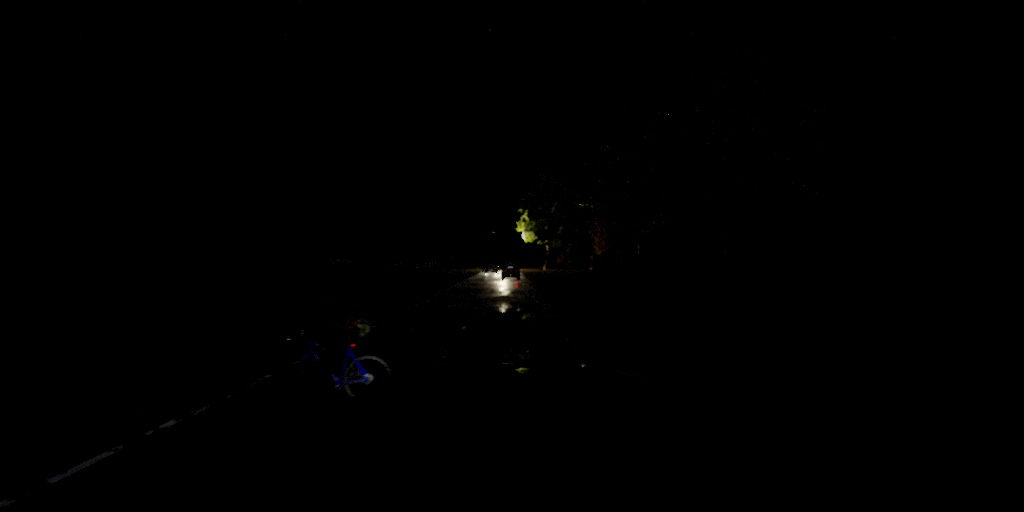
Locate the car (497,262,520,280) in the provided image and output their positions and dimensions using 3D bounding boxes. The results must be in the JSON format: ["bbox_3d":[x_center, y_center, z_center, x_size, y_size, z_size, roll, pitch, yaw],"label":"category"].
[{"bbox_3d":[-0.114,1.654,36.662,2.128,1.511,4.902,0,-1,0],"label":"car"}]

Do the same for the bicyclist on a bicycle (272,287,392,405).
[{"bbox_3d":[-2.461,1.243,4.903,1.656,1.620,0.582,-1,-1,0],"label":"bicyclist on a bicycle"}]

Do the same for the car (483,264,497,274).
[{"bbox_3d":[-3.155,1.890,54.567,1.812,1.442,4.674,0,-1,0],"label":"car"}]
